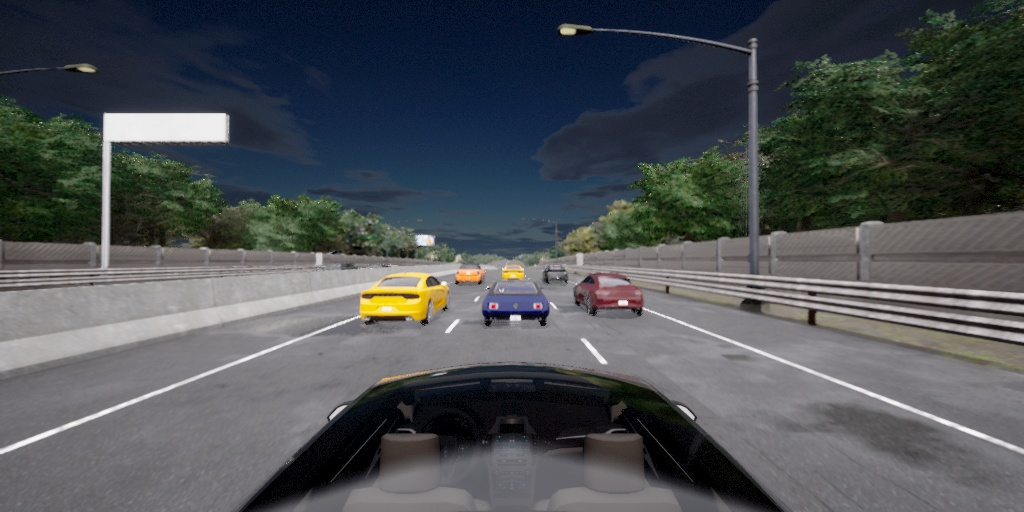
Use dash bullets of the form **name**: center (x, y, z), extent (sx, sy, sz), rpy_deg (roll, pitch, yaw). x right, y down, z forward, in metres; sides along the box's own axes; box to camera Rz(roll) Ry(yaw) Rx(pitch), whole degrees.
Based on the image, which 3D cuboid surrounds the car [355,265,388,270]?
- **car**: center (-14.087, 1.647, 37.223), extent (1.837, 1.490, 4.892), rpy_deg (0, -1, 0)

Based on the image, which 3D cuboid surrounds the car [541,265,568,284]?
- **car**: center (3.605, 1.548, 30.625), extent (2.128, 1.511, 4.902), rpy_deg (0, -1, 0)

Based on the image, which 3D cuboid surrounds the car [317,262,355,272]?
- **car**: center (-17.589, 1.477, 35.891), extent (2.097, 1.767, 4.553), rpy_deg (0, -1, 0)

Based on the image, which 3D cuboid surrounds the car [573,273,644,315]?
- **car**: center (3.604, 1.375, 13.906), extent (1.812, 1.442, 4.674), rpy_deg (0, -1, 0)

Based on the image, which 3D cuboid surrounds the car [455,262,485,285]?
- **car**: center (-3.393, 1.400, 29.989), extent (2.097, 1.767, 4.553), rpy_deg (0, -1, 0)

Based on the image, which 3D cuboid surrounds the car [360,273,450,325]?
- **car**: center (-3.396, 1.310, 12.241), extent (1.882, 1.535, 5.008), rpy_deg (0, 0, 0)

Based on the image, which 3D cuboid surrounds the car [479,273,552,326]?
- **car**: center (0.104, 1.431, 12.067), extent (1.895, 1.301, 4.718), rpy_deg (0, -1, 0)

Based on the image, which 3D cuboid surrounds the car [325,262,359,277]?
- **car**: center (-21.068, 1.594, 44.705), extent (2.097, 1.767, 4.553), rpy_deg (0, -1, 0)

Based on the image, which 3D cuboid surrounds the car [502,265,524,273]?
- **car**: center (0.105, 1.565, 33.064), extent (1.882, 1.535, 5.008), rpy_deg (0, -1, 0)
